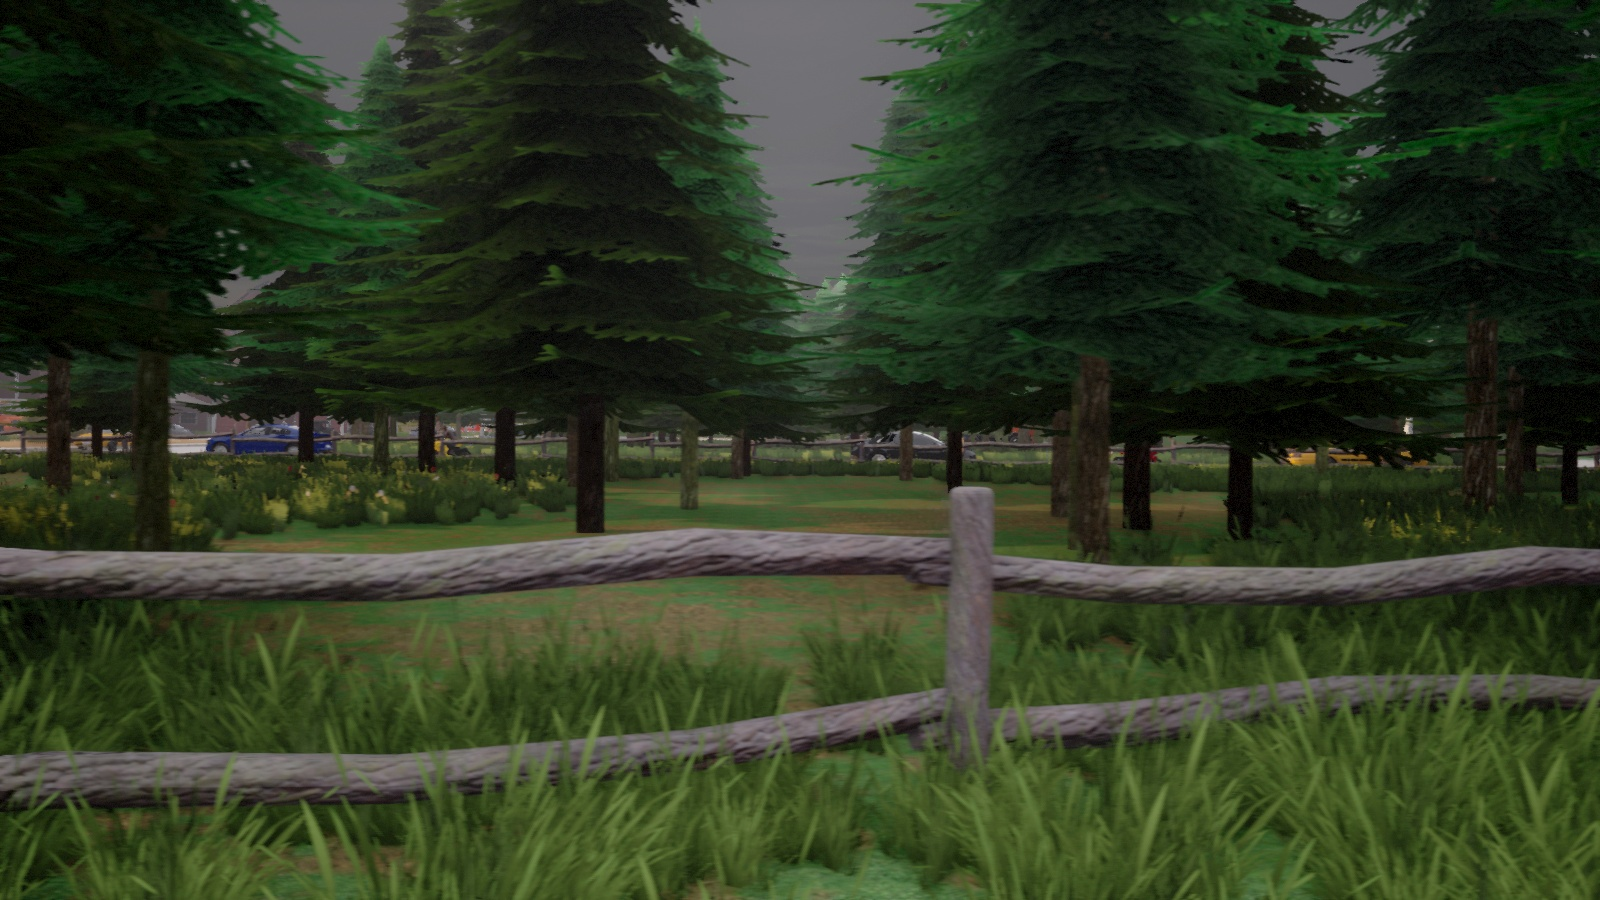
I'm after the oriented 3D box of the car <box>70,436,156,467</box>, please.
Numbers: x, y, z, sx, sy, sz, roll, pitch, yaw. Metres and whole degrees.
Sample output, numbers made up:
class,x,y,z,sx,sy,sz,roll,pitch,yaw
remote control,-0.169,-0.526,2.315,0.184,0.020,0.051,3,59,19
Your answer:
class,x,y,z,sx,sy,sz,roll,pitch,yaw
car,-37.164,0.048,68.067,1.801,1.575,5.366,-1,1,-2

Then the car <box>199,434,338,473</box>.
class,x,y,z,sx,sy,sz,roll,pitch,yaw
car,-22.134,0.140,52.395,5.008,1.535,1.882,-1,1,1

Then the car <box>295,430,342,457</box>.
class,x,y,z,sx,sy,sz,roll,pitch,yaw
car,-34.263,-0.471,89.529,1.905,1.878,3.866,-1,1,-1

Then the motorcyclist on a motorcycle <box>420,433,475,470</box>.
class,x,y,z,sx,sy,sz,roll,pitch,yaw
motorcyclist on a motorcycle,-14.651,0.066,52.252,2.044,1.523,0.797,0,1,1

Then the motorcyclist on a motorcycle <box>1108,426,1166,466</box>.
class,x,y,z,sx,sy,sz,roll,pitch,yaw
motorcyclist on a motorcycle,13.113,-0.175,48.915,2.044,1.523,0.797,-1,1,0

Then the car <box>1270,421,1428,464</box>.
class,x,y,z,sx,sy,sz,roll,pitch,yaw
car,21.365,-0.309,48.977,5.366,1.575,1.801,-1,1,-1

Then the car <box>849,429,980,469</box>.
class,x,y,z,sx,sy,sz,roll,pitch,yaw
car,4.414,-0.057,48.857,4.892,1.490,1.837,-1,1,0
